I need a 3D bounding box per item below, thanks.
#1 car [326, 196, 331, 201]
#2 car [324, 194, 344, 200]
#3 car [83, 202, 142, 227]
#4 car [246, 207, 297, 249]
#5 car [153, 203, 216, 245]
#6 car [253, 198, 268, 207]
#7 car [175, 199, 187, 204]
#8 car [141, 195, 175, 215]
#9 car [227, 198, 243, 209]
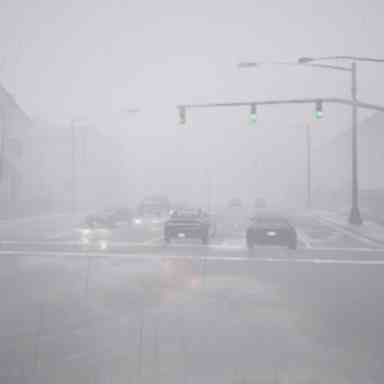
[{"bbox_3d":[31.099,1.338,72.915,4.974,1.542,2.038,0,0,-35],"label":"car"},{"bbox_3d":[31.140,1.180,72.945,4.536,1.218,1.853,0,0,-35],"label":"car"},{"bbox_3d":[-5.713,1.645,23.989,2.033,1.411,5.357,-1,0,11],"label":"car"},{"bbox_3d":[3.413,1.565,14.695,1.994,1.385,4.181,-1,0,10],"label":"car"},{"bbox_3d":[0.027,1.525,15.815,2.128,1.511,4.902,-1,0,11],"label":"car"},{"bbox_3d":[9.469,1.561,45.936,2.033,1.411,5.357,-1,0,11],"label":"car"},{"bbox_3d":[-1.753,1.668,43.503,1.994,1.385,4.181,-1,0,12],"label":"car"},{"bbox_3d":[-3.765,1.322,33.730,2.150,2.045,5.566,-1,0,11],"label":"car"},{"bbox_3d":[6.037,1.592,46.621,2.033,1.411,5.357,-1,0,11],"label":"car"}]
